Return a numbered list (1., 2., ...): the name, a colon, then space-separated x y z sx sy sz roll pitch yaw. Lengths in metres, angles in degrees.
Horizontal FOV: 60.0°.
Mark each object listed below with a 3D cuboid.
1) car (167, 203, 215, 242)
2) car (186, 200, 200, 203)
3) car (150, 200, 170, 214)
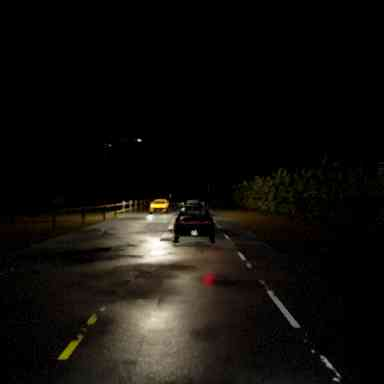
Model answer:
1. car: 0.103 1.514 16.416 2.128 1.511 4.902 0 0 0
2. car: 0.105 1.602 37.043 2.128 1.511 4.902 0 0 0
3. car: -3.500 1.587 36.737 1.882 1.535 5.008 0 -1 0
